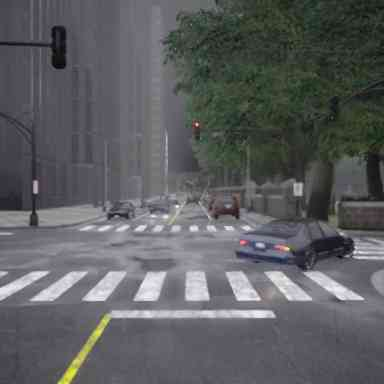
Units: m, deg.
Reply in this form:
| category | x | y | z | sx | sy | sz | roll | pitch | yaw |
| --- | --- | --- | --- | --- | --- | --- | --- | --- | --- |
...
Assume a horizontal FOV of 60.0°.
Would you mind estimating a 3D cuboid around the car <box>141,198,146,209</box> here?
| category | x | y | z | sx | sy | sz | roll | pitch | yaw |
| --- | --- | --- | --- | --- | --- | --- | --- | --- | --- |
| car | -5.761 | 1.450 | 44.050 | 2.008 | 1.369 | 4.403 | 0 | 0 | 0 |

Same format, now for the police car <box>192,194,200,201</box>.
| category | x | y | z | sx | sy | sz | roll | pitch | yaw |
| --- | --- | --- | --- | --- | --- | --- | --- | --- | --- |
| police car | 0.903 | 1.265 | 78.454 | 1.930 | 1.638 | 5.238 | 0 | 0 | 0 |

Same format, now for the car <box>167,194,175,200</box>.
| category | x | y | z | sx | sy | sz | roll | pitch | yaw |
| --- | --- | --- | --- | --- | --- | --- | --- | --- | --- |
| car | -5.759 | 1.260 | 93.163 | 1.967 | 1.590 | 4.097 | 0 | 0 | 0 |

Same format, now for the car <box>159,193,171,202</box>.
| category | x | y | z | sx | sy | sz | roll | pitch | yaw |
| --- | --- | --- | --- | --- | --- | --- | --- | --- | --- |
| car | -5.760 | 1.165 | 71.335 | 2.192 | 1.841 | 5.009 | 0 | 0 | 0 |

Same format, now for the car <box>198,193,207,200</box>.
| category | x | y | z | sx | sy | sz | roll | pitch | yaw |
| --- | --- | --- | --- | --- | --- | --- | --- | --- | --- |
| car | 2.766 | 1.141 | 87.709 | 2.192 | 1.841 | 5.009 | 0 | 0 | 0 |

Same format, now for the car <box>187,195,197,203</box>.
| category | x | y | z | sx | sy | sz | roll | pitch | yaw |
| --- | --- | --- | --- | --- | --- | --- | --- | --- | --- |
| car | 0.003 | 1.335 | 67.809 | 1.882 | 1.535 | 5.008 | 0 | 0 | 0 |

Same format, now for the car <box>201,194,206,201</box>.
| category | x | y | z | sx | sy | sz | roll | pitch | yaw |
| --- | --- | --- | --- | --- | --- | --- | --- | --- | --- |
| car | 2.765 | 1.439 | 49.514 | 2.008 | 1.369 | 4.403 | 0 | 0 | 0 |

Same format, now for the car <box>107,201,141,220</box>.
| category | x | y | z | sx | sy | sz | roll | pitch | yaw |
| --- | --- | --- | --- | --- | --- | --- | --- | --- | --- |
| car | -5.761 | 1.495 | 27.679 | 1.947 | 1.339 | 4.313 | 0 | 0 | 0 |

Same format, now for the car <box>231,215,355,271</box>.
| category | x | y | z | sx | sy | sz | roll | pitch | yaw |
| --- | --- | --- | --- | --- | --- | --- | --- | --- | --- |
| car | 3.591 | 1.577 | 10.918 | 2.033 | 1.411 | 5.357 | 0 | -2 | 43 |

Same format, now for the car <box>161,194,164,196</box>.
| category | x | y | z | sx | sy | sz | roll | pitch | yaw |
| --- | --- | --- | --- | --- | --- | --- | --- | --- | --- |
| car | -5.760 | 1.461 | 54.964 | 1.802 | 1.307 | 4.206 | 0 | 0 | 0 |

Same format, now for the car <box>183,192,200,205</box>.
| category | x | y | z | sx | sy | sz | roll | pitch | yaw |
| --- | --- | --- | --- | --- | --- | --- | --- | --- | --- |
| car | 0.054 | 1.226 | 57.755 | 2.097 | 1.767 | 4.553 | 0 | 0 | 0 |

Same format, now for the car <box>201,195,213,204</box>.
| category | x | y | z | sx | sy | sz | roll | pitch | yaw |
| --- | --- | --- | --- | --- | --- | --- | --- | --- | --- |
| car | 2.765 | 1.309 | 60.427 | 1.967 | 1.590 | 4.097 | 0 | 0 | 0 |

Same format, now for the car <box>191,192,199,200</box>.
| category | x | y | z | sx | sy | sz | roll | pitch | yaw |
| --- | --- | --- | --- | --- | --- | --- | --- | --- | --- |
| car | 0.904 | 1.042 | 94.373 | 2.150 | 2.045 | 5.566 | 0 | 0 | 0 |

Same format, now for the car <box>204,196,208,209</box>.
| category | x | y | z | sx | sy | sz | roll | pitch | yaw |
| --- | --- | --- | --- | --- | --- | --- | --- | --- | --- |
| car | 2.764 | 1.474 | 38.601 | 1.947 | 1.339 | 4.313 | 0 | 0 | 0 |

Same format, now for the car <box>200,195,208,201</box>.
| category | x | y | z | sx | sy | sz | roll | pitch | yaw |
| --- | --- | --- | --- | --- | --- | --- | --- | --- | --- |
| car | 2.765 | 1.366 | 76.966 | 1.752 | 1.417 | 4.829 | 0 | 0 | 0 |

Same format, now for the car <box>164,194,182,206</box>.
| category | x | y | z | sx | sy | sz | roll | pitch | yaw |
| --- | --- | --- | --- | --- | --- | --- | --- | --- | --- |
| car | -3.065 | 1.408 | 52.866 | 1.812 | 1.442 | 4.674 | 0 | 0 | 0 |

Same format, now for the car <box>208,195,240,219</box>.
| category | x | y | z | sx | sy | sz | roll | pitch | yaw |
| --- | --- | --- | --- | --- | --- | --- | --- | --- | --- |
| car | 2.764 | 1.244 | 27.688 | 2.192 | 1.841 | 5.009 | 0 | 0 | 0 |

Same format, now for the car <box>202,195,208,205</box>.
| category | x | y | z | sx | sy | sz | roll | pitch | yaw |
| --- | --- | --- | --- | --- | --- | --- | --- | --- | --- |
| car | 2.764 | 1.449 | 44.057 | 2.008 | 1.369 | 4.403 | 0 | 0 | 0 |

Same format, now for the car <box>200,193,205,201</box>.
| category | x | y | z | sx | sy | sz | roll | pitch | yaw |
| --- | --- | --- | --- | --- | --- | --- | --- | --- | --- |
| car | 2.765 | 1.319 | 54.970 | 1.967 | 1.590 | 4.097 | 0 | 0 | 0 |

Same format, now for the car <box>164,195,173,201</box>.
| category | x | y | z | sx | sy | sz | roll | pitch | yaw |
| --- | --- | --- | --- | --- | --- | --- | --- | --- | --- |
| car | -5.760 | 1.378 | 82.249 | 1.887 | 1.381 | 4.507 | 0 | 0 | 0 |

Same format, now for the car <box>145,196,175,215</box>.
| category | x | y | z | sx | sy | sz | roll | pitch | yaw |
| --- | --- | --- | --- | --- | --- | --- | --- | --- | --- |
| car | -3.098 | 1.465 | 33.598 | 2.033 | 1.411 | 5.357 | 0 | 0 | 0 |

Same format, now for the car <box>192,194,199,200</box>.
| category | x | y | z | sx | sy | sz | roll | pitch | yaw |
| --- | --- | --- | --- | --- | --- | --- | --- | --- | --- |
| car | 0.903 | 1.332 | 88.344 | 1.837 | 1.490 | 4.892 | 0 | 0 | 0 |
